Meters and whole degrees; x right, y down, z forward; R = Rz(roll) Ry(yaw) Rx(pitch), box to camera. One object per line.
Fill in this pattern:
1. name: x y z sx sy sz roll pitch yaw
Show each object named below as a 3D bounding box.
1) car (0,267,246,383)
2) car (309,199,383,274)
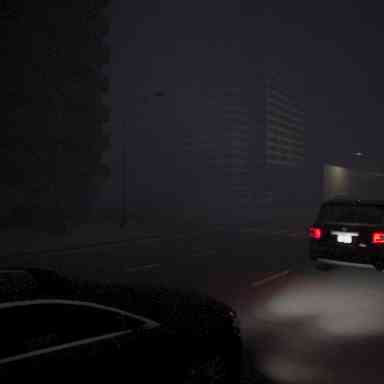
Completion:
1. car: -1.589 1.501 3.068 4.902 1.511 2.128 0 0 -38
2. car: 5.479 1.227 10.024 2.150 2.045 5.566 0 0 42
